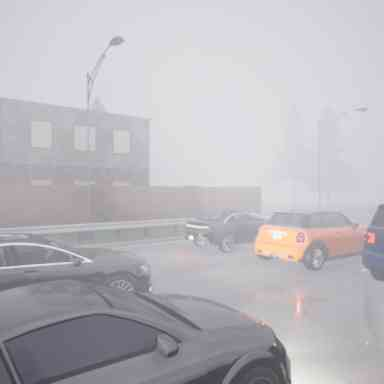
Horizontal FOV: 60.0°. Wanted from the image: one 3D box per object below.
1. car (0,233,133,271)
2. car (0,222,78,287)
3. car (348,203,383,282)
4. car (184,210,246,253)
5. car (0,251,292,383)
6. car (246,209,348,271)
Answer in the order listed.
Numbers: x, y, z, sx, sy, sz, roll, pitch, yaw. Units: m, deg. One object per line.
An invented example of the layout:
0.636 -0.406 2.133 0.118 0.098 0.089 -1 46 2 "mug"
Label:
-3.040 1.491 5.878 4.902 1.511 2.128 0 0 -36 "car"
-5.555 1.601 8.381 4.718 1.301 1.895 0 0 -36 "car"
6.610 1.220 8.522 5.566 2.045 2.150 0 0 -35 "car"
1.957 1.490 13.806 4.902 1.511 2.128 0 0 -35 "car"
-1.019 1.564 3.021 4.181 1.385 1.994 0 0 -35 "car"
4.279 1.351 11.161 4.553 1.767 2.097 0 0 -35 "car"
